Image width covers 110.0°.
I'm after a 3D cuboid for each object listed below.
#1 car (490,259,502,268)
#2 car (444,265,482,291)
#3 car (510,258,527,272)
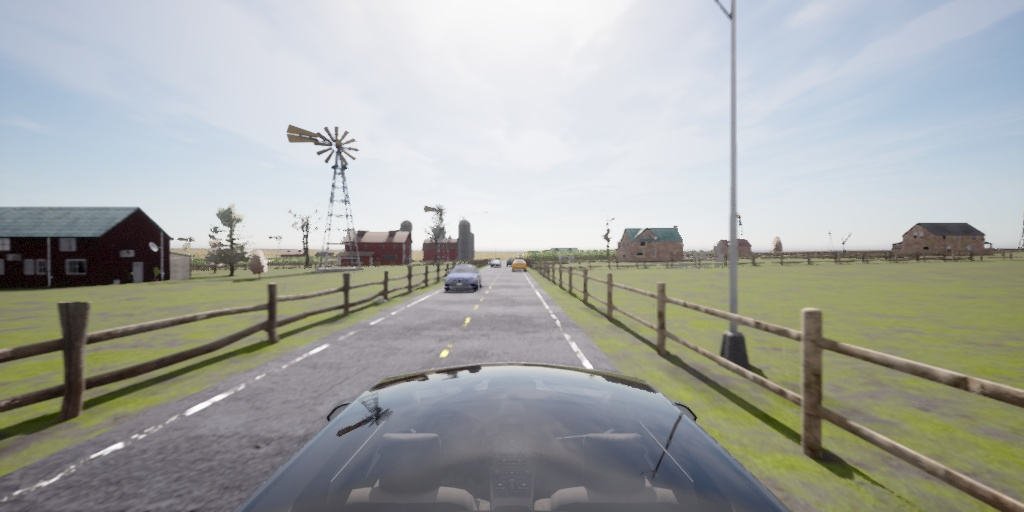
[{"bbox_3d":[-2.784,1.308,62.364,2.033,1.411,5.357,0,0,1],"label":"car"},{"bbox_3d":[-2.850,1.268,21.744,1.812,1.442,4.674,0,0,0],"label":"car"},{"bbox_3d":[0.958,1.228,47.519,1.882,1.535,5.008,0,0,0],"label":"car"}]
